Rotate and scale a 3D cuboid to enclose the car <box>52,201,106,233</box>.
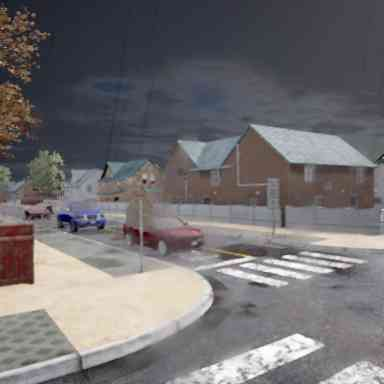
[{"bbox_3d":[-8.221,1.707,24.335,2.150,2.045,5.566,-1,0,-36],"label":"car"}]

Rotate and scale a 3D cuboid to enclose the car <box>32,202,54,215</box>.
[{"bbox_3d":[-21.276,2.313,47.341,1.882,1.535,5.008,-1,0,-36],"label":"car"}]

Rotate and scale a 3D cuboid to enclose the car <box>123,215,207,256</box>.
[{"bbox_3d":[-1.372,1.775,14.919,1.882,1.535,5.008,-1,0,-36],"label":"car"}]

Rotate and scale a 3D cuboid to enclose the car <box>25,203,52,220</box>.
[{"bbox_3d":[-16.953,2.198,36.416,1.882,1.535,5.008,-1,1,-35],"label":"car"}]
